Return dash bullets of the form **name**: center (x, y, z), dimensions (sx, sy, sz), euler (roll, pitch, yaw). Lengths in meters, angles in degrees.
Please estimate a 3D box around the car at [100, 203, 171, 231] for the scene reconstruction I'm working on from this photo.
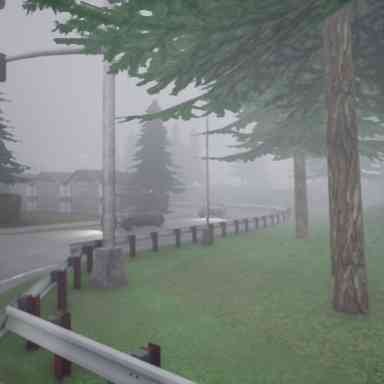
- **car**: center (-3.563, 1.543, 20.495), dimensions (1.994, 1.385, 4.181), euler (0, 0, 35)

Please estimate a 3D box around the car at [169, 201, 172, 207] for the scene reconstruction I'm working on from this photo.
- **car**: center (-4.890, 1.340, 44.376), dimensions (4.553, 1.767, 2.097), euler (0, 0, 37)

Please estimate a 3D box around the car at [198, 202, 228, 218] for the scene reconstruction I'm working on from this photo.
- **car**: center (1.969, 1.543, 29.729), dimensions (1.994, 1.385, 4.181), euler (0, 0, 16)
